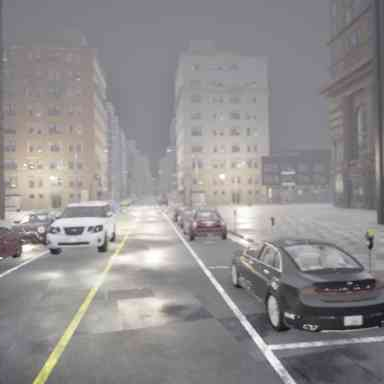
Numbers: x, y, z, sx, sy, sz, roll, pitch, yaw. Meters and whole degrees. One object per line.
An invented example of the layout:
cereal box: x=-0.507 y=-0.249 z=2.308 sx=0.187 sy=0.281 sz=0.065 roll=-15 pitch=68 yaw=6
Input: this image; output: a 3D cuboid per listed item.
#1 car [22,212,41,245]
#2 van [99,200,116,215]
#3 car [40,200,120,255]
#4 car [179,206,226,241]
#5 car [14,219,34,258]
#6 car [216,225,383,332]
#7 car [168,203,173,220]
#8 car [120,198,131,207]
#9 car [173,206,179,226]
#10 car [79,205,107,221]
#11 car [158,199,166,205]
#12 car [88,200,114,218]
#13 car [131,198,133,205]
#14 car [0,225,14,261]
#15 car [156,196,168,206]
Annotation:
car: x=-7.876 y=1.780 z=16.974 sx=1.967 sy=1.590 sz=4.097 roll=-1 pitch=-1 yaw=-7
van: x=-11.347 y=2.030 z=44.959 sx=1.690 sy=1.788 sz=3.998 roll=-1 pitch=-1 yaw=-7
car: x=-4.780 y=1.480 z=15.203 sx=2.150 sy=2.045 sz=5.566 roll=-1 pitch=-1 yaw=-7
car: x=0.587 y=1.617 z=18.000 sx=1.967 sy=1.590 sz=4.097 roll=-1 pitch=-1 yaw=-7
car: x=-7.179 y=1.851 z=11.375 sx=1.802 sy=1.307 sz=4.206 roll=-1 pitch=-1 yaw=-7
car: x=1.976 y=1.585 z=6.807 sx=2.008 sy=1.369 sz=4.403 roll=-1 pitch=-1 yaw=-7
car: x=-0.799 y=1.862 z=29.191 sx=1.887 sy=1.381 sz=4.507 roll=-1 pitch=-1 yaw=-7
car: x=-14.645 y=2.489 z=71.598 sx=1.752 sy=1.417 sz=4.829 roll=-1 pitch=0 yaw=-7
car: x=-0.104 y=1.829 z=23.595 sx=1.802 sy=1.307 sz=4.206 roll=-1 pitch=-1 yaw=-7
car: x=-9.954 y=2.116 z=33.762 sx=1.947 sy=1.339 sz=4.313 roll=-1 pitch=-1 yaw=-7
car: x=-7.595 y=2.458 z=84.017 sx=1.887 sy=1.381 sz=4.507 roll=-1 pitch=0 yaw=-7
car: x=-10.653 y=1.936 z=39.362 sx=2.192 sy=1.841 sz=5.009 roll=-1 pitch=-1 yaw=-7
car: x=-15.361 y=2.587 z=77.379 sx=1.947 sy=1.339 sz=4.313 roll=-1 pitch=0 yaw=-7
car: x=-3.202 y=1.307 z=1.659 sx=2.150 sy=2.045 sz=5.566 roll=-1 pitch=-1 yaw=-7
car: x=-6.207 y=2.118 z=72.792 sx=2.192 sy=1.841 sz=5.009 roll=-1 pitch=0 yaw=-7
